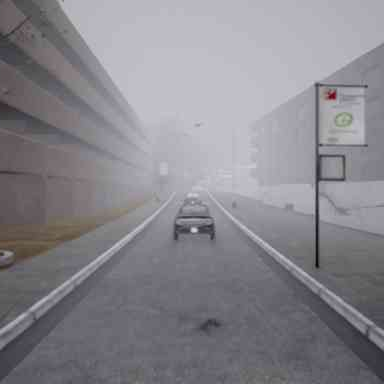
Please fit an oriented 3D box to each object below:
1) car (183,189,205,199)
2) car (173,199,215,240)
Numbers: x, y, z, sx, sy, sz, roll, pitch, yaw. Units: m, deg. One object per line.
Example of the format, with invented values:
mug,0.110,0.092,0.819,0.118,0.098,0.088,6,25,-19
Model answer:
car,0.085,0.745,34.243,1.812,1.442,4.674,0,3,0
car,0.092,1.317,16.133,2.128,1.511,4.902,0,1,0
